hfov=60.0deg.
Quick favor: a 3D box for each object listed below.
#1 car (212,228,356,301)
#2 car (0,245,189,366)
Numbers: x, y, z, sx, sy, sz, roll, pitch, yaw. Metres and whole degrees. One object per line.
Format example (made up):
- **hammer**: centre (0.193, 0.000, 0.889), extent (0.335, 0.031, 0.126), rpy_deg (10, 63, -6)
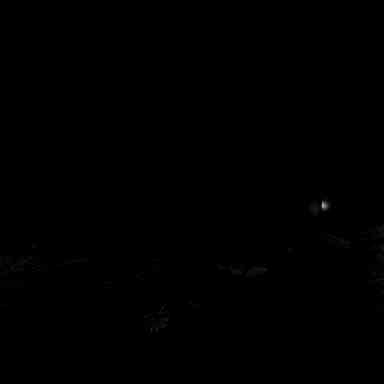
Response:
- **car**: centre (2.430, 1.582, 8.269), extent (4.206, 1.307, 1.802), rpy_deg (0, 0, -35)
- **car**: centre (-2.050, 1.566, 5.075), extent (4.313, 1.339, 1.947), rpy_deg (0, 0, -35)
